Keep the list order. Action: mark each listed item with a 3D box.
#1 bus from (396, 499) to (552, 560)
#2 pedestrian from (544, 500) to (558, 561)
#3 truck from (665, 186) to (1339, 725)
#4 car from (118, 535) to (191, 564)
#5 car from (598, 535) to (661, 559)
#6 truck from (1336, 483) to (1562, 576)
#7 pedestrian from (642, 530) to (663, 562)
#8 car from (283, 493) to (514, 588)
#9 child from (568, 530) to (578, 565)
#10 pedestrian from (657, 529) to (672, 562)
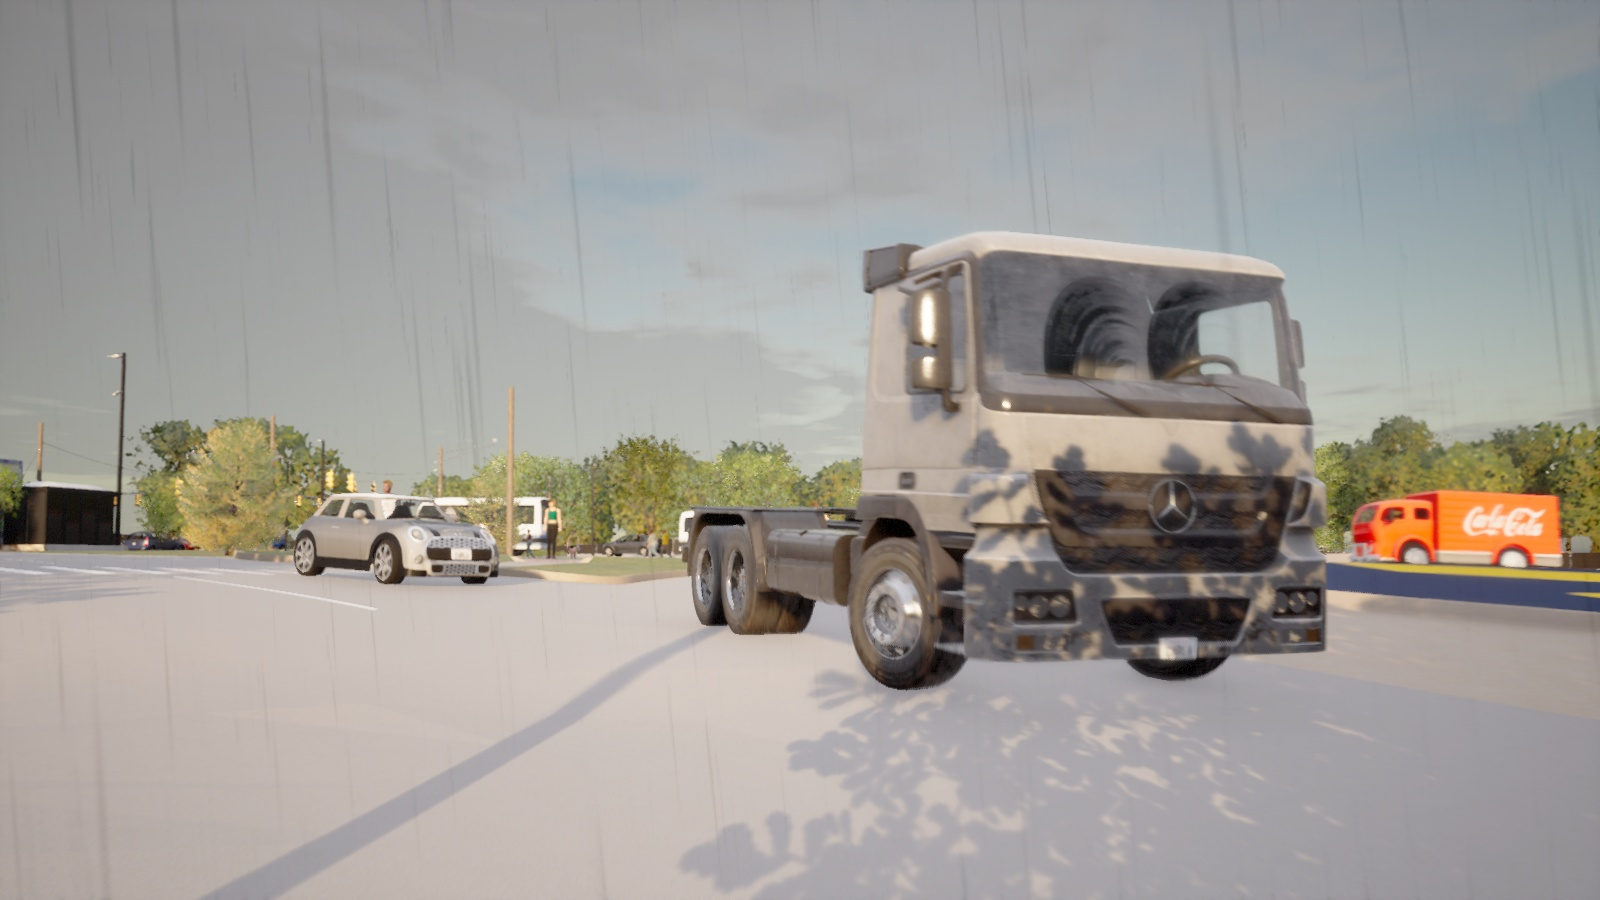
[{"bbox_3d":[-23.686,5.845,91.584,10.273,4.253,3.944,-1,-5,8],"label":"bus"},{"bbox_3d":[-7.500,2.435,37.844,0.345,1.836,0.594,-1,-5,-2],"label":"pedestrian"},{"bbox_3d":[1.122,0.189,12.273,2.891,3.462,7.936,1,-2,-21],"label":"truck"},{"bbox_3d":[-38.408,5.930,74.818,1.851,1.617,3.988,-2,-5,8],"label":"car"},{"bbox_3d":[-12.153,6.915,89.444,3.988,1.617,1.851,-2,-5,17],"label":"car"},{"bbox_3d":[18.815,2.365,36.666,5.204,2.467,2.627,2,-6,1],"label":"truck"},{"bbox_3d":[-8.699,5.673,74.314,0.900,1.855,0.874,-3,-6,24],"label":"pedestrian"},{"bbox_3d":[-6.924,1.527,21.535,3.806,1.475,1.970,-1,-5,40],"label":"car"},{"bbox_3d":[-7.424,3.199,41.140,0.255,1.110,0.394,-1,-5,-2],"label":"child"},{"bbox_3d":[-7.652,5.410,70.783,0.726,1.835,0.370,-4,-6,32],"label":"pedestrian"}]
